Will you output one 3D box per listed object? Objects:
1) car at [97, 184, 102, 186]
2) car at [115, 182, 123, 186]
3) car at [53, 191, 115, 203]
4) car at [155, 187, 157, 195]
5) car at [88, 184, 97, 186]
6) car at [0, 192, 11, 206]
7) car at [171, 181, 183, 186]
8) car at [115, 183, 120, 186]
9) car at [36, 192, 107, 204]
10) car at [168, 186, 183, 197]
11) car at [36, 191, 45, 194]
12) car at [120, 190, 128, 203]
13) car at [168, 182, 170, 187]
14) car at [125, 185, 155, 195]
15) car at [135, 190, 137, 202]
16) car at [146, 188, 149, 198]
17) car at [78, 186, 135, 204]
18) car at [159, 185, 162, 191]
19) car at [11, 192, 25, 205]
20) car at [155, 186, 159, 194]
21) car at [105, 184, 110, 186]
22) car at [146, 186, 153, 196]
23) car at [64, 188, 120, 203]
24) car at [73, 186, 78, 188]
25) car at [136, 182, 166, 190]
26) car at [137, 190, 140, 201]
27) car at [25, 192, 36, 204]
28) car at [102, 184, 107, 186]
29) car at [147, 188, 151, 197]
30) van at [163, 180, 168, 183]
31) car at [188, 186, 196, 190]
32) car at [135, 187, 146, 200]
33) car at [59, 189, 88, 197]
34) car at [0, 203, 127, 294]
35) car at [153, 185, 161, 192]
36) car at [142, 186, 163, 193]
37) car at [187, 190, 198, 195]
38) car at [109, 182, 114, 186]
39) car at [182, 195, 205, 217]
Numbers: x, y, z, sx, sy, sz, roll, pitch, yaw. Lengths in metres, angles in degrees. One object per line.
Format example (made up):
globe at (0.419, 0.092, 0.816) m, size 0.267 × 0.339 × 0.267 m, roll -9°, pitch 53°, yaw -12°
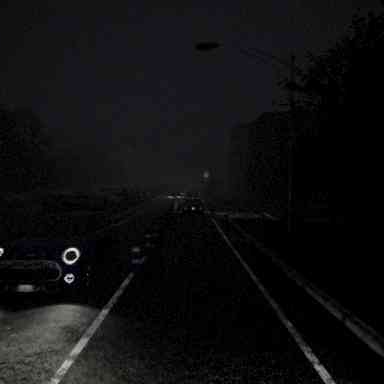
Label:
car at (-22.795, -0.366, 72.576) m, size 4.553 × 1.767 × 2.185 m, roll 0°, pitch 3°, yaw 1°
car at (-22.596, -1.290, 92.172) m, size 5.008 × 1.535 × 2.097 m, roll 0°, pitch 3°, yaw 1°
car at (-10.080, 0.929, 30.847) m, size 4.792 × 1.488 × 2.163 m, roll 0°, pitch 0°, yaw 1°
car at (-9.759, 0.187, 64.277) m, size 4.674 × 1.452 × 2.002 m, roll 0°, pitch 3°, yaw 1°
car at (-22.841, -0.226, 66.996) m, size 5.566 × 2.045 × 2.435 m, roll 0°, pitch 3°, yaw 1°
car at (-23.111, 0.891, 36.466) m, size 4.792 × 1.488 × 2.163 m, roll 0°, pitch 0°, yaw 1°
car at (-3.258, -0.992, 80.622) m, size 2.150 × 2.045 × 5.566 m, roll 0°, pitch 3°, yaw 0°
car at (-22.618, -1.100, 89.393) m, size 4.674 × 1.452 × 2.002 m, roll 0°, pitch 3°, yaw 1°
car at (-10.046, 0.940, 28.063) m, size 4.792 × 1.488 × 2.163 m, roll 0°, pitch 0°, yaw 1°
car at (-3.291, 0.097, 64.872) m, size 1.812 × 1.442 × 4.674 m, roll 0°, pitch 2°, yaw 0°
car at (-22.980, 0.780, 44.708) m, size 4.792 × 1.488 × 2.163 m, roll 0°, pitch 1°, yaw 1°
car at (-9.997, 0.869, 36.412) m, size 5.008 × 1.535 × 2.097 m, roll 0°, pitch 1°, yaw 1°
car at (-9.492, -1.435, 94.868) m, size 5.008 × 1.535 × 2.097 m, roll 0°, pitch 3°, yaw 1°
car at (-9.812, 0.134, 61.486) m, size 4.553 × 1.767 × 2.185 m, roll 0°, pitch 2°, yaw 1°
car at (-9.947, 0.804, 41.994) m, size 4.892 × 1.521 × 2.231 m, roll 0°, pitch 1°, yaw 1°
car at (-9.826, 0.575, 53.141) m, size 4.792 × 1.488 × 2.163 m, roll 0°, pitch 2°, yaw 1°
car at (-10.006, 0.589, 39.203) m, size 5.566 × 2.045 × 2.435 m, roll 0°, pitch 1°, yaw 1°
car at (-9.654, -0.211, 72.633) m, size 4.792 × 1.488 × 2.163 m, roll 0°, pitch 3°, yaw 1°
car at (-23.243, 0.830, 39.259) m, size 5.366 × 1.575 × 1.946 m, roll 0°, pitch 1°, yaw 1°
car at (-9.726, 0.026, 67.062) m, size 5.008 × 1.535 × 2.097 m, roll 0°, pitch 3°, yaw 0°
car at (-22.899, -0.544, 78.269) m, size 5.366 × 1.575 × 1.946 m, roll 0°, pitch 3°, yaw 1°
car at (-9.837, 0.239, 58.708) m, size 4.553 × 1.767 × 2.185 m, roll 0°, pitch 2°, yaw 1°
car at (-10.058, 0.762, 33.632) m, size 4.553 × 1.767 × 2.185 m, roll 0°, pitch 0°, yaw 1°
car at (-22.677, 0.255, 61.432) m, size 5.366 × 1.575 × 1.946 m, roll 0°, pitch 2°, yaw 1°
car at (-9.662, -0.786, 78.179) m, size 5.566 × 2.045 × 2.435 m, roll 0°, pitch 3°, yaw 1°
car at (-9.899, 0.785, 44.773) m, size 4.792 × 1.488 × 2.163 m, roll 0°, pitch 1°, yaw 1°
car at (-23.218, 0.793, 42.054) m, size 5.366 × 1.575 × 1.946 m, roll 0°, pitch 1°, yaw 1°
car at (-22.734, -0.385, 75.364) m, size 5.008 × 1.535 × 2.097 m, roll 0°, pitch 3°, yaw 1°
car at (-9.859, 0.488, 55.927) m, size 4.792 × 1.488 × 2.163 m, roll 0°, pitch 2°, yaw 0°
van at (-9.628, -1.510, 92.077) m, size 4.442 × 1.987 × 1.878 m, roll 0°, pitch 3°, yaw 1°
car at (-0.010, -0.666, 79.678) m, size 1.882 × 1.535 × 5.008 m, roll 0°, pitch 3°, yaw 0°
car at (-9.848, 0.498, 50.350) m, size 4.553 × 1.767 × 2.185 m, roll 0°, pitch 2°, yaw 1°
car at (-22.843, 0.146, 64.221) m, size 5.008 × 1.535 × 2.097 m, roll 0°, pitch 2°, yaw 1°
car at (-3.342, 1.340, 8.923) m, size 2.097 × 1.767 × 4.553 m, roll 0°, pitch 0°, yaw 0°
car at (-9.702, -0.104, 69.848) m, size 5.008 × 1.535 × 2.097 m, roll 0°, pitch 3°, yaw 1°
car at (-9.604, -0.685, 80.972) m, size 5.008 × 1.535 × 2.097 m, roll 0°, pitch 3°, yaw 1°
car at (0.080, 0.786, 45.509) m, size 2.033 × 1.411 × 5.357 m, roll 0°, pitch 2°, yaw 0°
car at (-22.661, -0.942, 81.035) m, size 5.566 × 2.045 × 2.435 m, roll 0°, pitch 3°, yaw 1°
car at (0.101, 1.315, 28.581) m, size 2.033 × 1.411 × 5.357 m, roll 1°, pitch 1°, yaw 0°
